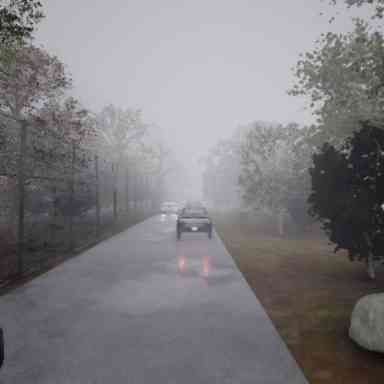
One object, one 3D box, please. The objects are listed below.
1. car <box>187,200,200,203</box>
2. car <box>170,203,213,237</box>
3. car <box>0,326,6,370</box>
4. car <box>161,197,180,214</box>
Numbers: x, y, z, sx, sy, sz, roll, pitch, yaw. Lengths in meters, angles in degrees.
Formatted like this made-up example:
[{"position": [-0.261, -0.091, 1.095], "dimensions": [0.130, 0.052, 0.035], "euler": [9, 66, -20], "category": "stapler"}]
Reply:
[{"position": [0.199, 1.719, 37.038], "dimensions": [2.097, 1.767, 4.553], "euler": [0, -1, 0], "category": "car"}, {"position": [0.124, 1.590, 18.585], "dimensions": [2.128, 1.511, 4.902], "euler": [0, -1, 0], "category": "car"}, {"position": [-2.849, 1.602, 1.198], "dimensions": [1.895, 1.301, 4.718], "euler": [0, 0, 0], "category": "car"}, {"position": [-2.729, 1.703, 43.035], "dimensions": [2.150, 2.045, 5.566], "euler": [0, -1, 0], "category": "car"}]
